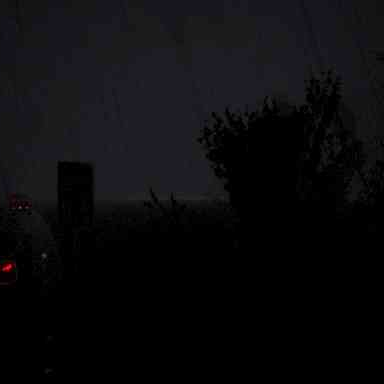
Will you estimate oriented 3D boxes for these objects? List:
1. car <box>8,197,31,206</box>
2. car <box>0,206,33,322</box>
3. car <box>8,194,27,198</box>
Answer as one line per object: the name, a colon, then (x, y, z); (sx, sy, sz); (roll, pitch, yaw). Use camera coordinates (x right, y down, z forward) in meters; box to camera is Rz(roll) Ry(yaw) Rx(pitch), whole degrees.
car: (-17.492, 1.563, 33.899); (2.033, 1.411, 5.357); (0, 0, -27)
car: (-4.514, 1.352, 6.888); (2.097, 1.767, 4.553); (0, 0, -24)
car: (-22.405, 1.252, 43.076); (2.150, 2.045, 5.566); (0, 0, -29)
